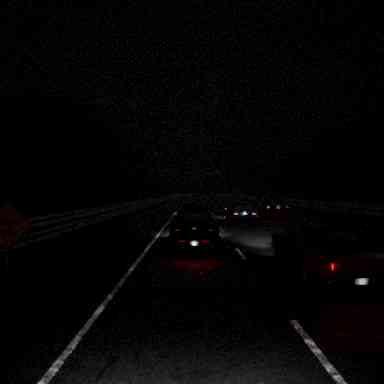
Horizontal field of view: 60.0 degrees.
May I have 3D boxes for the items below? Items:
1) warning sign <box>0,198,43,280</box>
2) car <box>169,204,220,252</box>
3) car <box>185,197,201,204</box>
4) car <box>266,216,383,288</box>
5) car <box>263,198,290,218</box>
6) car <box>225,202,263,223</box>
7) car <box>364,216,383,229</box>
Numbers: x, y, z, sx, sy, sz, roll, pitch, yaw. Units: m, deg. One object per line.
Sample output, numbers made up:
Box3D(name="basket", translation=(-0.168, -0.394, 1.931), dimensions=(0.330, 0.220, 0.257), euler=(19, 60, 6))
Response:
Box3D(name="warning sign", translation=(-4.546, 1.102, 8.177), dimensions=(1.300, 1.860, 1.060), euler=(0, 0, 0))
Box3D(name="car", translation=(0.087, 1.484, 13.803), dimensions=(1.837, 1.490, 4.892), euler=(0, 0, 0))
Box3D(name="car", translation=(0.095, 1.458, 29.807), dimensions=(1.837, 1.490, 4.892), euler=(0, 0, 0))
Box3D(name="car", translation=(3.563, 1.586, 9.180), dimensions=(1.895, 1.301, 4.718), euler=(0, 0, 0))
Box3D(name="car", translation=(7.093, 1.305, 29.494), dimensions=(2.097, 1.767, 4.553), euler=(0, 0, 0))
Box3D(name="car", translation=(3.573, 1.508, 24.880), dimensions=(2.033, 1.411, 5.357), euler=(0, 0, 0))
Box3D(name="car", translation=(7.075, 1.460, 11.025), dimensions=(1.882, 1.535, 5.008), euler=(0, 0, 1))
